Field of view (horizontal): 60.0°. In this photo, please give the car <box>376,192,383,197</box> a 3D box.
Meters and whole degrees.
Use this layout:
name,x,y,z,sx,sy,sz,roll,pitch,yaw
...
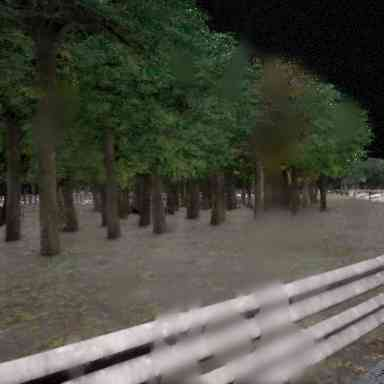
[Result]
name,x,y,z,sx,sy,sz,roll,pitch,yaw
car,37.669,0.617,66.412,1.895,1.301,4.718,-1,1,17
